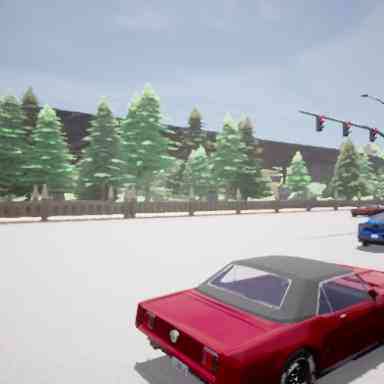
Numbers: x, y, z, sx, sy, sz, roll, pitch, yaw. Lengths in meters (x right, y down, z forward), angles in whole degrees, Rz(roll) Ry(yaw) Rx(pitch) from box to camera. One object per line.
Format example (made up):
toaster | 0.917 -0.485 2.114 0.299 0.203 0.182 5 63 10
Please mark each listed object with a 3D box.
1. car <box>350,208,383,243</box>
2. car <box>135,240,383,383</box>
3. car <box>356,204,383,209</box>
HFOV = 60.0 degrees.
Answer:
car | 9.276 1.634 14.665 5.008 1.535 1.882 1 0 -36
car | 1.680 1.642 4.946 4.718 1.301 1.895 1 0 -35
car | 18.338 1.942 34.230 4.718 1.301 1.895 1 0 -35
